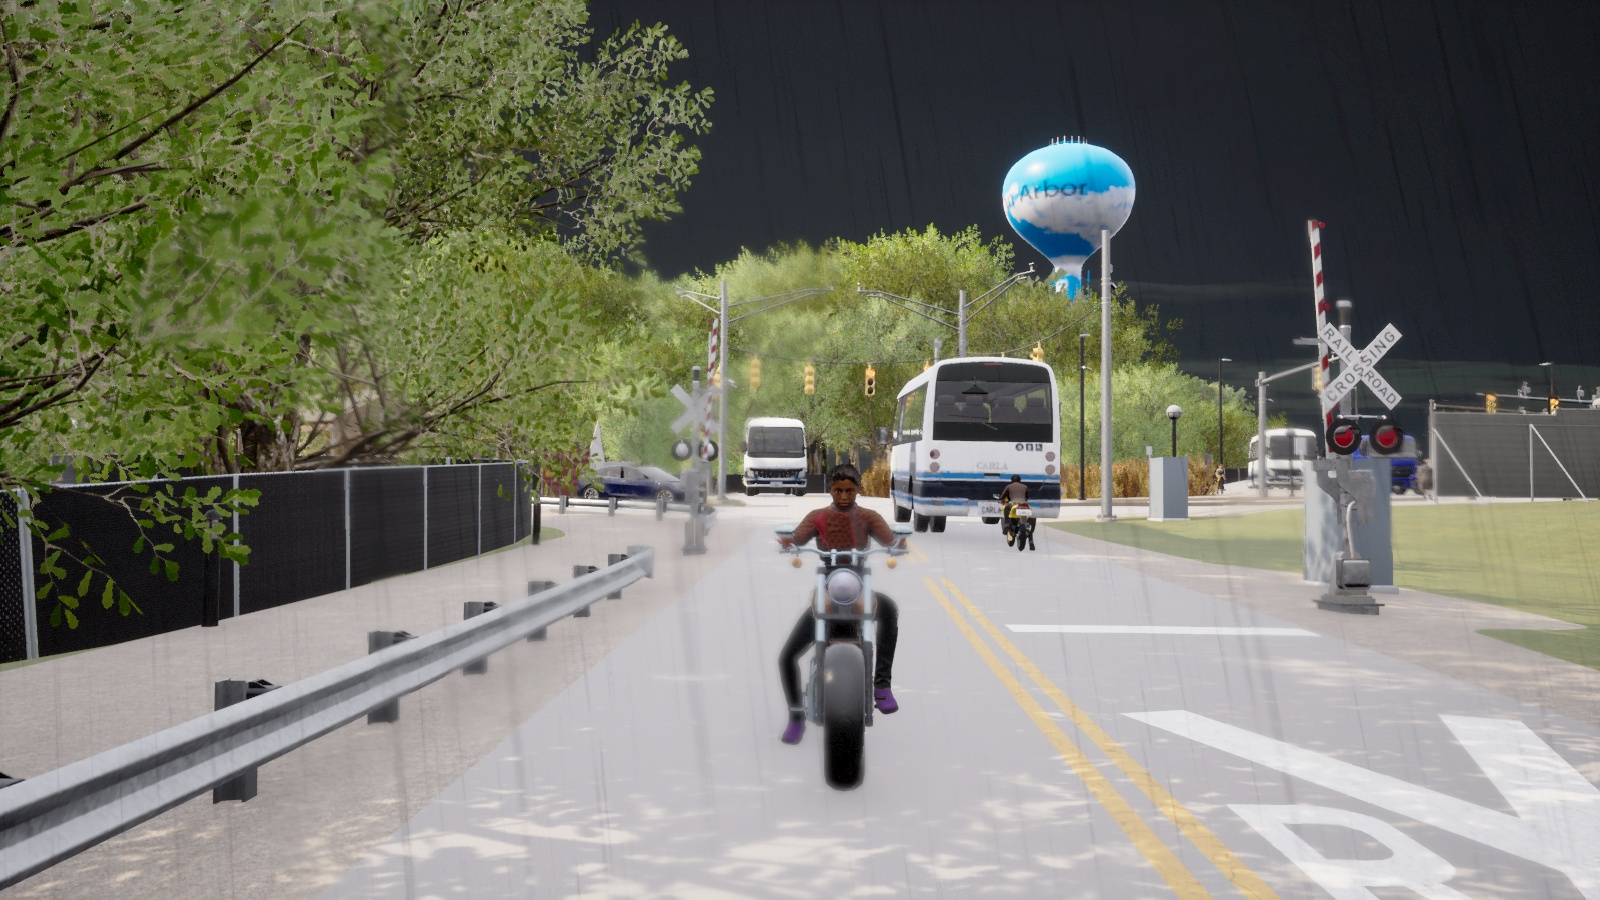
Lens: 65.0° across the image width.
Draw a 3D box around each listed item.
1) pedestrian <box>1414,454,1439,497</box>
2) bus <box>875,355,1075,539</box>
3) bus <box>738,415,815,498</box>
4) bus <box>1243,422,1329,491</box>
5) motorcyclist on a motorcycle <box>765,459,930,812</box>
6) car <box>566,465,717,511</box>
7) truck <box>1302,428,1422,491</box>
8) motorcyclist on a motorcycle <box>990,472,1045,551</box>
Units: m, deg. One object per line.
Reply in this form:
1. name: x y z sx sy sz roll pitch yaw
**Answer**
1. pedestrian: 29.243 1.191 58.630 0.659 1.952 0.873 0 -3 0
2. bus: 4.385 -0.010 34.388 3.944 4.253 10.273 1 -1 0
3. bus: -1.447 0.436 69.867 3.944 4.253 10.273 0 -1 -3
4. bus: 33.062 0.568 85.931 3.944 4.253 10.273 0 -3 12
5. motorcyclist on a motorcycle: 0.255 0.884 7.056 0.766 1.649 2.350 0 -1 2
6. car: -5.466 1.299 43.212 4.792 1.488 2.163 0 -2 28
7. truck: 32.451 0.593 72.945 2.891 3.462 7.936 0 -1 -5
8. motorcyclist on a motorcycle: 4.381 1.217 25.429 0.797 1.523 2.044 0 -1 1
